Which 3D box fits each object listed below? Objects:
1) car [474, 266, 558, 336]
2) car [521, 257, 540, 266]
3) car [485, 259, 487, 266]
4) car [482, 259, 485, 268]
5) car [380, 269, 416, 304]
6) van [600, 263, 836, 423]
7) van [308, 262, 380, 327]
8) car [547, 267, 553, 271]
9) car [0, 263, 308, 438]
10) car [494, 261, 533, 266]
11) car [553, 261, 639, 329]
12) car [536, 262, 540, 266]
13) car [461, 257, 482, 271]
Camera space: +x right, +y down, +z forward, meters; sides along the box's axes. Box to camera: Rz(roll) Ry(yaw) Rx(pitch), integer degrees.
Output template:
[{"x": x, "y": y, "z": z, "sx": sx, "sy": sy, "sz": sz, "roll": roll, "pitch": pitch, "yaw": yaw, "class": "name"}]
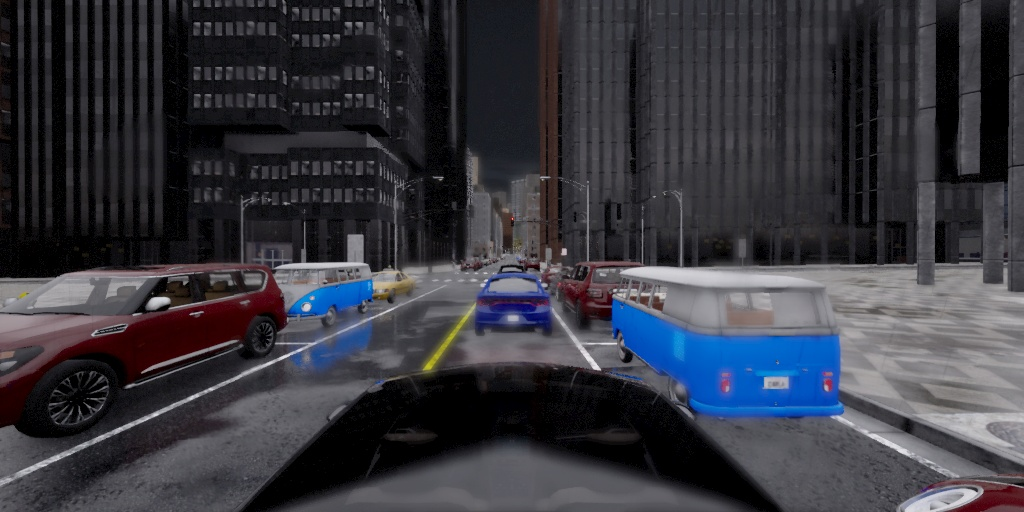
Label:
[{"x": 0.060, "y": 1.228, "z": 10.412, "sx": 1.882, "sy": 1.535, "sz": 5.008, "roll": 0, "pitch": 0, "yaw": 1, "class": "car"}, {"x": 2.770, "y": 1.084, "z": 49.214, "sx": 2.192, "sy": 1.841, "sz": 5.009, "roll": 0, "pitch": 0, "yaw": 0, "class": "car"}, {"x": -5.753, "y": 1.348, "z": 60.511, "sx": 1.948, "sy": 1.339, "sz": 4.313, "roll": 0, "pitch": 0, "yaw": 0, "class": "car"}, {"x": -5.754, "y": 1.090, "z": 54.869, "sx": 2.192, "sy": 1.841, "sz": 5.009, "roll": 0, "pitch": 0, "yaw": 0, "class": "car"}, {"x": -5.761, "y": 1.276, "z": 16.491, "sx": 1.751, "sy": 1.417, "sz": 4.829, "roll": 0, "pitch": 0, "yaw": 0, "class": "car"}, {"x": 2.767, "y": 1.091, "z": 5.598, "sx": 1.690, "sy": 1.789, "sz": 3.998, "roll": 0, "pitch": 0, "yaw": 0, "class": "van"}, {"x": -5.763, "y": 1.091, "z": 11.137, "sx": 1.690, "sy": 1.789, "sz": 3.998, "roll": 0, "pitch": 0, "yaw": 0, "class": "van"}, {"x": 2.766, "y": 1.301, "z": 16.649, "sx": 2.007, "sy": 1.370, "sz": 4.403, "roll": 0, "pitch": 0, "yaw": 0, "class": "car"}, {"x": -5.765, "y": 1.064, "z": 5.612, "sx": 2.192, "sy": 1.841, "sz": 5.009, "roll": 0, "pitch": 0, "yaw": 0, "class": "car"}, {"x": 0.004, "y": 1.257, "z": 20.783, "sx": 1.837, "sy": 1.490, "sz": 4.892, "roll": 0, "pitch": 0, "yaw": 0, "class": "car"}, {"x": 2.767, "y": 1.065, "z": 11.123, "sx": 2.192, "sy": 1.841, "sz": 5.009, "roll": 0, "pitch": 0, "yaw": 0, "class": "car"}, {"x": 2.766, "y": 1.297, "z": 22.174, "sx": 1.888, "sy": 1.381, "sz": 4.507, "roll": 0, "pitch": 0, "yaw": 0, "class": "car"}, {"x": -5.755, "y": 1.084, "z": 49.225, "sx": 2.192, "sy": 1.841, "sz": 5.009, "roll": 0, "pitch": 0, "yaw": 0, "class": "car"}]
